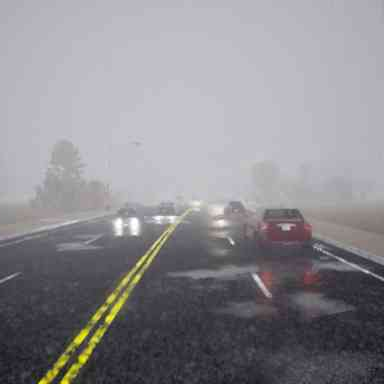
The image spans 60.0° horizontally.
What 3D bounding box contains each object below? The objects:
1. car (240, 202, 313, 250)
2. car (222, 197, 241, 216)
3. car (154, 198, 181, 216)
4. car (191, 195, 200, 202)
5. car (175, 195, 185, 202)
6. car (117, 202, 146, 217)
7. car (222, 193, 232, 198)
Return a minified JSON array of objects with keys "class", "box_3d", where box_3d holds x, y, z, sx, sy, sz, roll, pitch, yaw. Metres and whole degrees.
[{"class":"car","box_3d":[3.547,1.365,14.453,2.097,1.767,4.553,0,0,1]},{"class":"car","box_3d":[4.195,1.543,32.942,1.812,1.442,4.674,0,0,3]},{"class":"car","box_3d":[-2.492,1.579,33.147,1.994,1.385,4.181,0,0,3]},{"class":"car","box_3d":[0.789,1.470,74.508,2.128,1.511,4.902,0,0,6]},{"class":"car","box_3d":[-2.641,1.366,72.987,1.882,1.535,5.008,0,0,6]},{"class":"car","box_3d":[-5.806,1.614,32.088,1.895,1.301,4.718,0,0,3]},{"class":"car","box_3d":[8.656,1.573,85.983,1.895,1.301,4.718,0,0,7]}]
